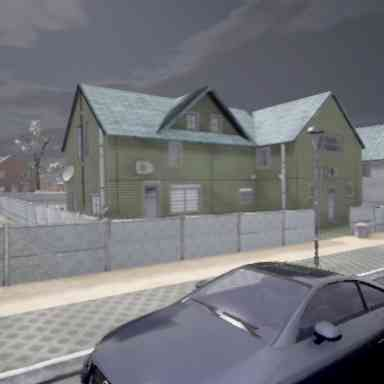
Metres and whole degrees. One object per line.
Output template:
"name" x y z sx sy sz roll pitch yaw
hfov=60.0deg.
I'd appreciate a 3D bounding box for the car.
"car" 0.965 1.562 3.741 4.181 1.385 1.994 0 0 -35
